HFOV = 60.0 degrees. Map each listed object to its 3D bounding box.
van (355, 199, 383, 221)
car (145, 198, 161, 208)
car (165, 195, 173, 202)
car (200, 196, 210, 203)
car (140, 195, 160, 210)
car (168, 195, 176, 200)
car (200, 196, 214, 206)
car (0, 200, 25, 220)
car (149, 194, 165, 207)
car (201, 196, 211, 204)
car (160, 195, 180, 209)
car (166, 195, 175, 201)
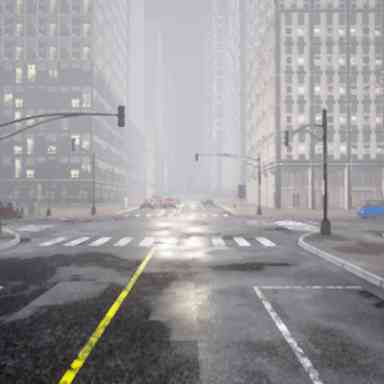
[{"bbox_3d":[15.982,1.467,28.041,3.998,1.788,1.690,0,-1,0],"label":"van"},{"bbox_3d":[-5.678,1.608,49.107,1.802,1.307,4.206,1,0,0],"label":"car"},{"bbox_3d":[-5.679,1.590,82.558,1.887,1.381,4.507,1,0,0],"label":"car"},{"bbox_3d":[2.701,1.604,71.477,1.947,1.339,4.313,1,0,0],"label":"car"},{"bbox_3d":[-5.675,1.464,43.532,1.967,1.590,4.097,1,0,0],"label":"car"},{"bbox_3d":[-5.679,1.596,93.708,1.887,1.381,4.507,1,0,0],"label":"car"},{"bbox_3d":[2.701,1.611,54.744,1.802,1.307,4.206,1,0,0],"label":"car"},{"bbox_3d":[-16.492,1.514,28.112,4.097,1.590,1.967,0,-1,0],"label":"car"},{"bbox_3d":[-5.673,1.345,54.683,2.192,1.841,5.009,1,0,0],"label":"car"},{"bbox_3d":[2.703,1.561,66.070,1.752,1.417,4.829,1,0,0],"label":"car"},{"bbox_3d":[-3.083,1.502,45.423,1.882,1.535,5.008,0,0,0],"label":"car"},{"bbox_3d":[-5.679,1.599,88.133,2.008,1.369,4.403,1,0,0],"label":"car"}]
